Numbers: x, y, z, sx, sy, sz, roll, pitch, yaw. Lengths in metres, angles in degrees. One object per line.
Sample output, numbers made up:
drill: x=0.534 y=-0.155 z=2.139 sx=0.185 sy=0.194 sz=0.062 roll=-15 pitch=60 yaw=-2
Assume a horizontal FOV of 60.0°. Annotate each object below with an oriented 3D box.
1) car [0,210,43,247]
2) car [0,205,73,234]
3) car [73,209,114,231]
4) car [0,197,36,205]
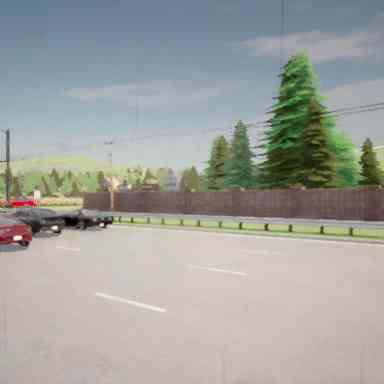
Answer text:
car: x=-8.806 y=1.689 z=14.570 sx=4.674 sy=1.442 sz=1.812 roll=-1 pitch=0 yaw=35
car: x=-9.333 y=1.701 z=19.243 sx=4.892 sy=1.490 sz=1.837 roll=-1 pitch=0 yaw=35
car: x=-7.478 y=1.799 z=22.221 sx=4.718 sy=1.301 sz=1.895 roll=-1 pitch=0 yaw=35
car: x=-27.772 y=1.778 z=52.577 sx=5.566 sy=2.045 sz=2.150 roll=0 pitch=0 yaw=-19
